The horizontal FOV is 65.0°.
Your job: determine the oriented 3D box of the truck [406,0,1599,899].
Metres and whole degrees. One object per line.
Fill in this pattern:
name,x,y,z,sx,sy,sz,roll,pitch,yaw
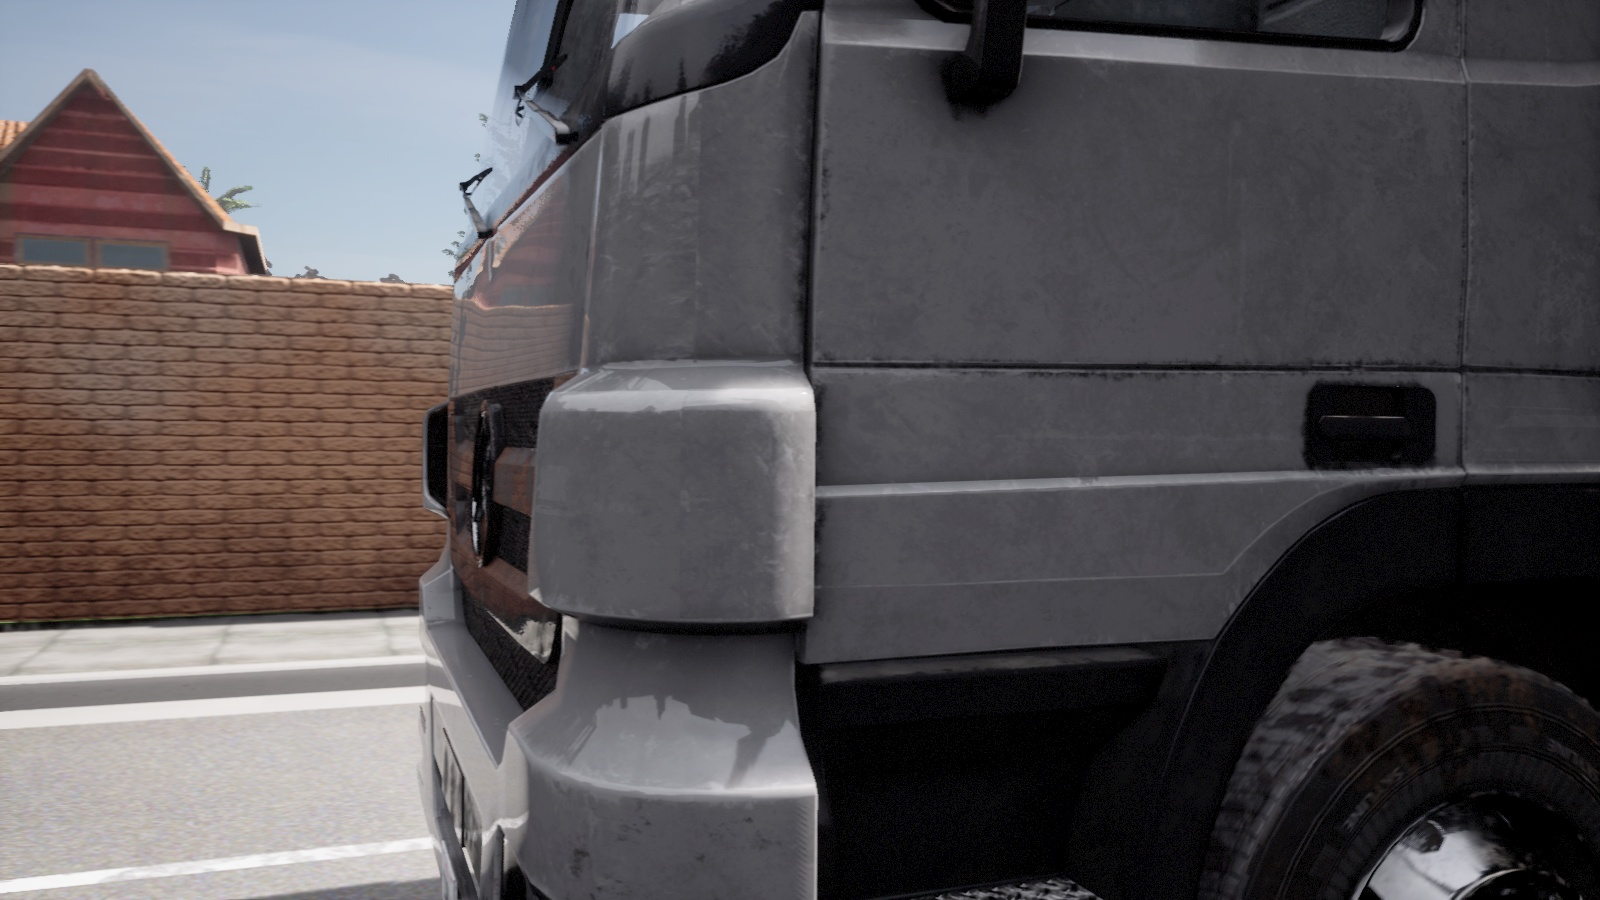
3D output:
truck,2.903,-0.286,4.329,7.936,3.462,2.891,-1,1,-21
